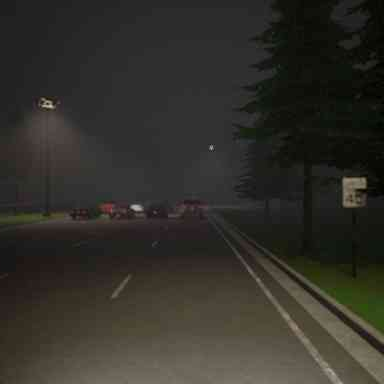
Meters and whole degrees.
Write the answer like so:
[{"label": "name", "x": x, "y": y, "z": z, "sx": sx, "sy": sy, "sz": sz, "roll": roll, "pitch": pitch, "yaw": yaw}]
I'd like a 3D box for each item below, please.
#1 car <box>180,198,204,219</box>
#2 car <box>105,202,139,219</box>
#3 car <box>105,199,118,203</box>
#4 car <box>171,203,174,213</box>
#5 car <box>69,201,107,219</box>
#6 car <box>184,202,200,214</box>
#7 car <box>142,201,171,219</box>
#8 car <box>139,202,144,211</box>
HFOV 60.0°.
[{"label": "car", "x": 0.007, "y": 1.593, "z": 33.259, "sx": 2.150, "sy": 2.045, "sz": 5.566, "roll": 0, "pitch": -1, "yaw": 0}, {"label": "car", "x": -6.993, "y": 1.977, "z": 33.673, "sx": 1.895, "sy": 1.301, "sz": 4.718, "roll": 0, "pitch": -1, "yaw": 0}, {"label": "car", "x": -10.490, "y": 1.839, "z": 43.684, "sx": 2.097, "sy": 1.767, "sz": 4.553, "roll": 0, "pitch": -1, "yaw": 0}, {"label": "car", "x": -3.489, "y": 1.967, "z": 43.851, "sx": 1.882, "sy": 1.535, "sz": 5.008, "roll": 0, "pitch": 0, "yaw": 0}, {"label": "car", "x": -10.493, "y": 1.919, "z": 33.227, "sx": 2.033, "sy": 1.411, "sz": 5.357, "roll": 0, "pitch": -1, "yaw": 0}, {"label": "car", "x": 0.010, "y": 2.036, "z": 43.701, "sx": 2.033, "sy": 1.411, "sz": 5.357, "roll": 0, "pitch": -1, "yaw": 0}, {"label": "car", "x": -3.493, "y": 1.940, "z": 33.642, "sx": 1.994, "sy": 1.385, "sz": 4.181, "roll": 0, "pitch": -1, "yaw": 0}, {"label": "car", "x": -6.989, "y": 2.015, "z": 43.810, "sx": 1.812, "sy": 1.442, "sz": 4.674, "roll": 0, "pitch": 0, "yaw": 0}]
